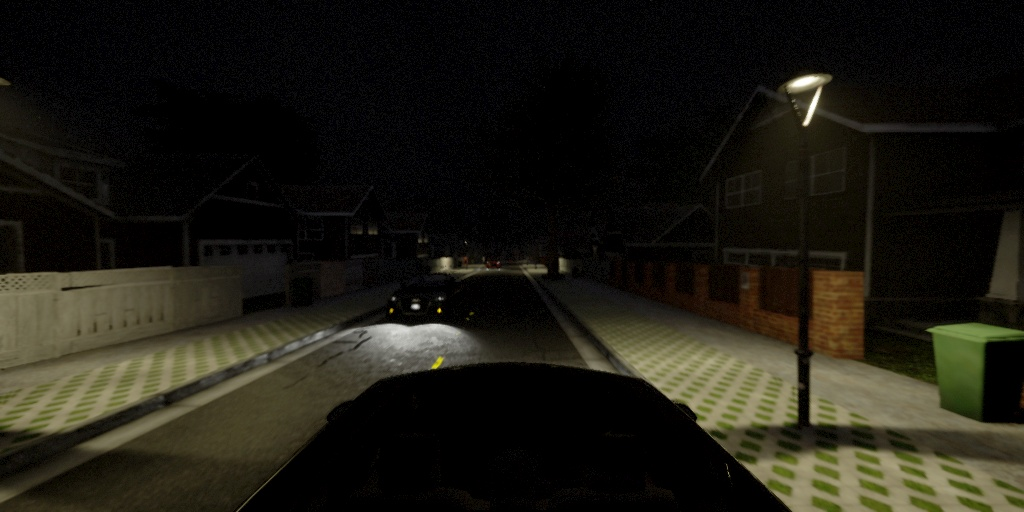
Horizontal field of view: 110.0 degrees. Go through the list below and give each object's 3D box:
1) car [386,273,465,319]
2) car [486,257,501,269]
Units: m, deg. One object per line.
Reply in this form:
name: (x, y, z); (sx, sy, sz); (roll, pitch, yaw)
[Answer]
car: (-2.846, 1.293, 12.550); (1.994, 1.385, 4.181); (0, 0, 0)
car: (-2.791, 1.018, 54.799); (2.097, 1.767, 4.553); (0, 0, 0)
